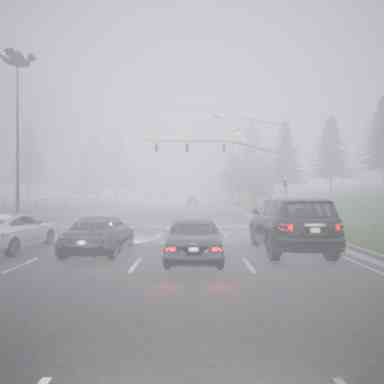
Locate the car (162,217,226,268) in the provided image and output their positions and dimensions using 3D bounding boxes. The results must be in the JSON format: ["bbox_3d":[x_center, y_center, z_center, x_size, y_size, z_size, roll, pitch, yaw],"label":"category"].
[{"bbox_3d":[0.062,1.551,11.198,2.033,1.411,5.357,0,0,0],"label":"car"}]

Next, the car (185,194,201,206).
[{"bbox_3d":[-0.010,1.371,55.551,2.097,1.767,4.553,0,0,0],"label":"car"}]

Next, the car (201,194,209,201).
[{"bbox_3d":[3.489,1.521,86.194,1.837,1.490,4.892,0,0,0],"label":"car"}]

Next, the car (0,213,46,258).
[{"bbox_3d":[-6.931,1.530,12.674,1.812,1.442,4.674,0,0,0],"label":"car"}]

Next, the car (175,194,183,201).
[{"bbox_3d":[-3.511,1.545,86.610,1.812,1.442,4.674,0,0,0],"label":"car"}]

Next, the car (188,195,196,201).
[{"bbox_3d":[-0.011,1.560,86.194,2.033,1.411,5.357,0,0,0],"label":"car"}]

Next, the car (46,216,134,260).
[{"bbox_3d":[-3.435,1.567,12.438,1.994,1.385,4.181,0,0,1],"label":"car"}]

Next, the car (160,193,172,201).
[{"bbox_3d":[-7.011,1.245,86.223,2.150,2.045,5.566,0,0,0],"label":"car"}]

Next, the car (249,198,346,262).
[{"bbox_3d":[3.569,1.222,12.248,2.150,2.045,5.566,0,0,0],"label":"car"}]
